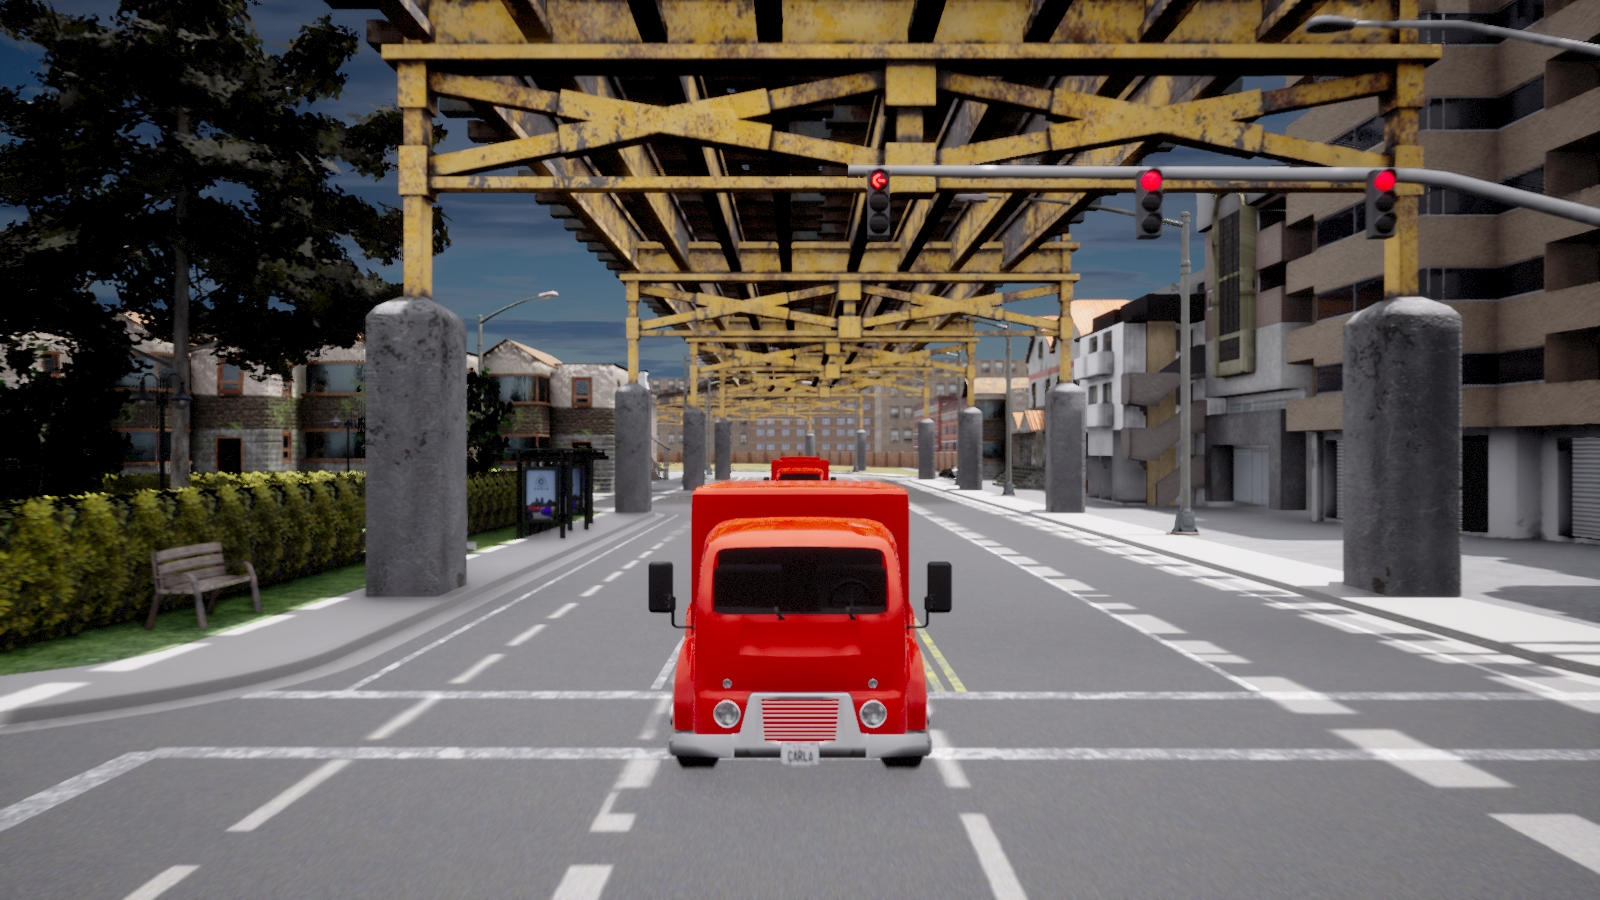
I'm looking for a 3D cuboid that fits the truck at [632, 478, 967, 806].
[{"bbox_3d":[-0.001,1.570,11.575,2.627,2.467,5.204,0,0,0],"label":"truck"}]

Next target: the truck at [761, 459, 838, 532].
[{"bbox_3d":[-0.002,1.571,41.535,2.627,2.467,5.204,0,0,0],"label":"truck"}]
